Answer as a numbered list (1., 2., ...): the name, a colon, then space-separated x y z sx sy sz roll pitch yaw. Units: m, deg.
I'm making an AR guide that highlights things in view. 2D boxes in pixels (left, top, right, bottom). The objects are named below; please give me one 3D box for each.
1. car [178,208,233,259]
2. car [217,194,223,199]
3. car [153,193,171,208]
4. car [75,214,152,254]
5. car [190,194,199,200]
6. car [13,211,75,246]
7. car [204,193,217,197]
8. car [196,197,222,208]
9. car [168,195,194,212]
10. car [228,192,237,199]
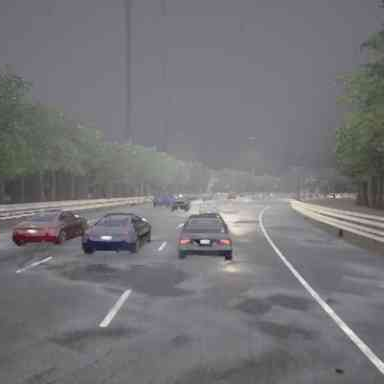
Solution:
1. car: 0.496 1.550 12.547 2.033 1.411 5.357 0 0 2
2. car: 7.317 1.424 92.019 1.895 1.301 4.718 0 0 13
3. car: -3.882 1.156 46.501 2.150 2.045 5.566 0 0 7
4. car: -2.869 1.558 13.505 1.994 1.385 4.181 0 0 3
5. car: 0.377 1.227 75.293 2.097 1.767 4.553 0 0 11
6. car: -6.315 1.549 15.370 1.994 1.385 4.181 0 0 3
7. car: 3.540 1.410 73.166 2.128 1.511 4.902 0 0 10
8. car: 1.632 1.522 31.027 1.812 1.442 4.674 0 0 5
9. car: -1.172 1.480 38.175 1.837 1.490 4.892 0 0 6
10. car: 11.512 1.051 94.691 2.150 2.045 5.566 0 0 14
